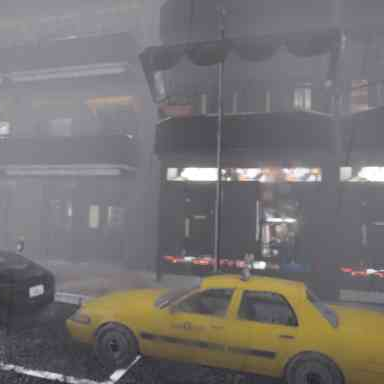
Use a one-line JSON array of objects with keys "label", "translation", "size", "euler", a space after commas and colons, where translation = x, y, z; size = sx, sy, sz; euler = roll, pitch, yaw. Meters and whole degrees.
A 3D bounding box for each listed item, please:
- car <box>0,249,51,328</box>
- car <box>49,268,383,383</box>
[{"label": "car", "translation": [-4.786, 1.739, 6.481], "size": [4.313, 1.339, 1.947], "euler": [2, -4, 15]}, {"label": "car", "translation": [0.510, 1.850, 5.052], "size": [4.829, 1.417, 1.752], "euler": [2, -4, 15]}]
